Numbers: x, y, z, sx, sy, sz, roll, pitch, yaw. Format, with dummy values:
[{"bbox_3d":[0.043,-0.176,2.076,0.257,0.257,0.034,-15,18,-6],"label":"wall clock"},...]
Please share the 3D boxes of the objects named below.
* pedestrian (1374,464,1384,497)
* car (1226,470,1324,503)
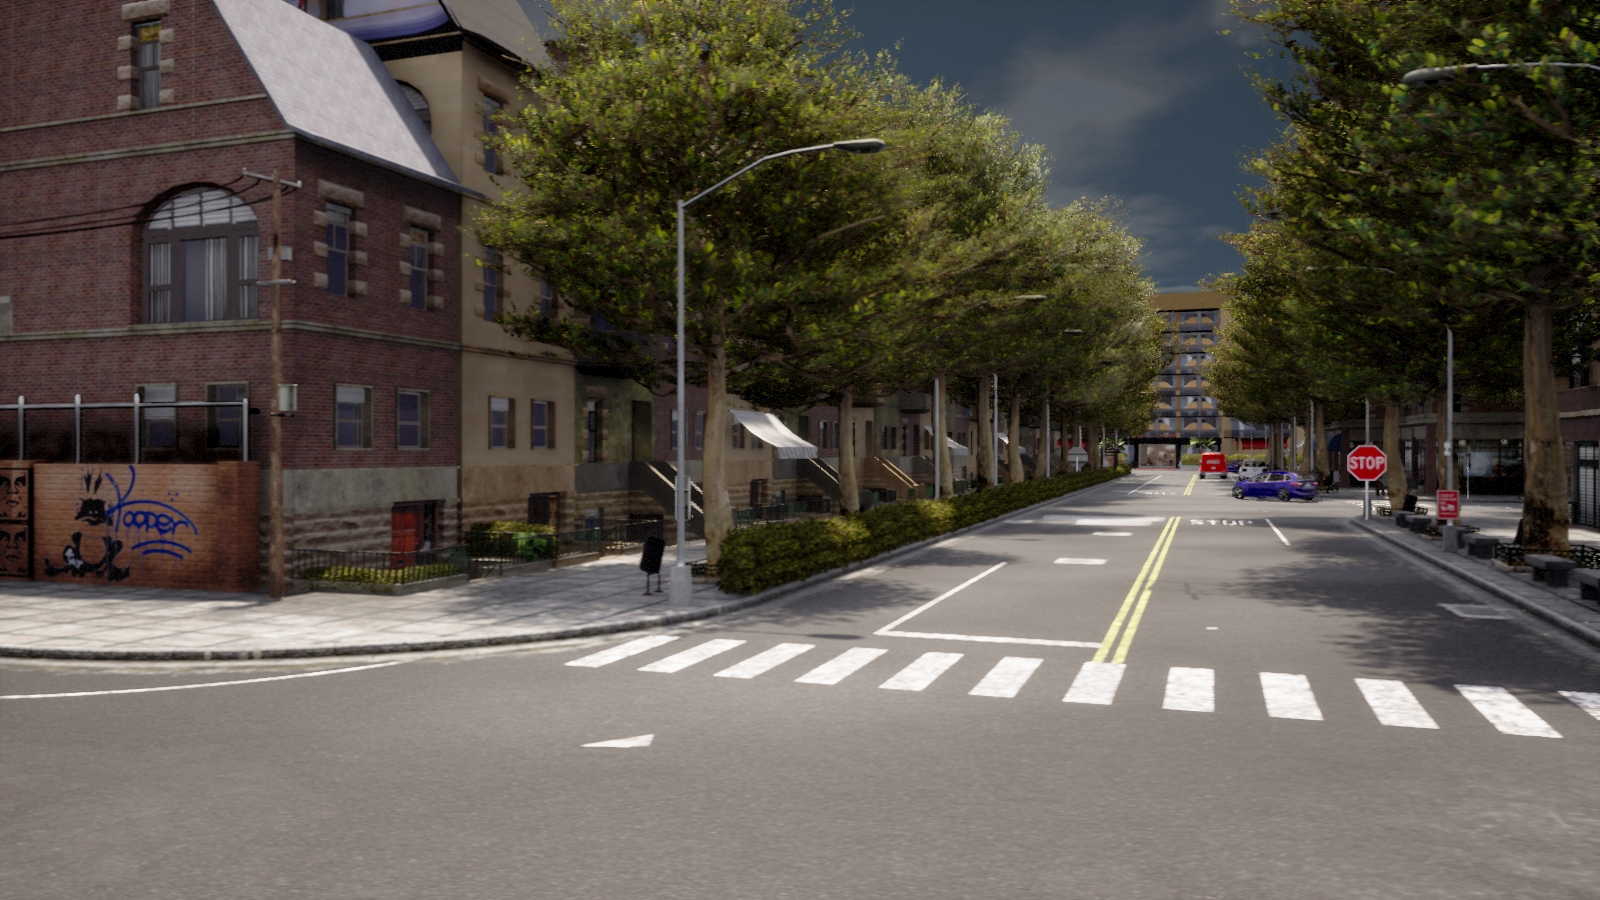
[{"bbox_3d":[32.430,1.697,63.942,0.375,1.860,0.375,0,0,1],"label":"pedestrian"},{"bbox_3d":[26.195,1.967,63.156,2.242,1.667,4.611,-1,0,-30],"label":"car"}]
